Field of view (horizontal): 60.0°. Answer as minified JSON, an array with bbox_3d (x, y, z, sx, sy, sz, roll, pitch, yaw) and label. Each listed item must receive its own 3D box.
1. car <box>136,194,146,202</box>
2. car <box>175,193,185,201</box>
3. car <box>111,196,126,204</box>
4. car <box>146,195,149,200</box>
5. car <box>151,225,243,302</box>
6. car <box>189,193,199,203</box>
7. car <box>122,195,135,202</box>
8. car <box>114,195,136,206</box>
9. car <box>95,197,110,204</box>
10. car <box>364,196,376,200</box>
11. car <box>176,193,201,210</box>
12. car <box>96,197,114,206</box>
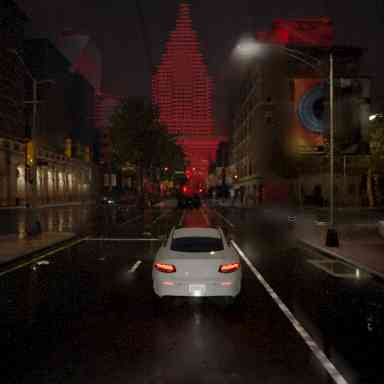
[{"bbox_3d":[-11.201,1.547,66.567,2.033,1.411,5.357,0,0,1],"label":"car"},{"bbox_3d":[-3.085,1.218,86.476,2.150,2.045,5.566,0,0,0],"label":"car"},{"bbox_3d":[-14.699,1.505,66.358,1.837,1.490,4.892,0,0,1],"label":"car"},{"bbox_3d":[-11.132,1.355,76.787,2.097,1.767,4.553,0,0,0],"label":"car"},{"bbox_3d":[0.115,1.526,8.149,1.812,1.442,4.674,0,0,1],"label":"car"},{"bbox_3d":[0.421,1.221,69.847,2.150,2.045,5.566,0,0,0],"label":"car"},{"bbox_3d":[-14.633,1.478,76.772,1.882,1.535,5.008,0,0,0],"label":"car"},{"bbox_3d":[-11.313,1.478,56.753,1.882,1.535,5.008,0,0,0],"label":"car"},{"bbox_3d":[-17.930,1.595,66.904,1.895,1.301,4.718,0,0,0],"label":"car"},{"bbox_3d":[34.771,1.481,68.044,2.231,1.521,4.892,0,0,0],"label":"car"},{"bbox_3d":[-0.355,1.352,42.303,2.097,1.767,4.553,0,0,18],"label":"car"},{"bbox_3d":[-14.812,1.547,56.819,2.033,1.411,5.357,0,0,0],"label":"car"}]
